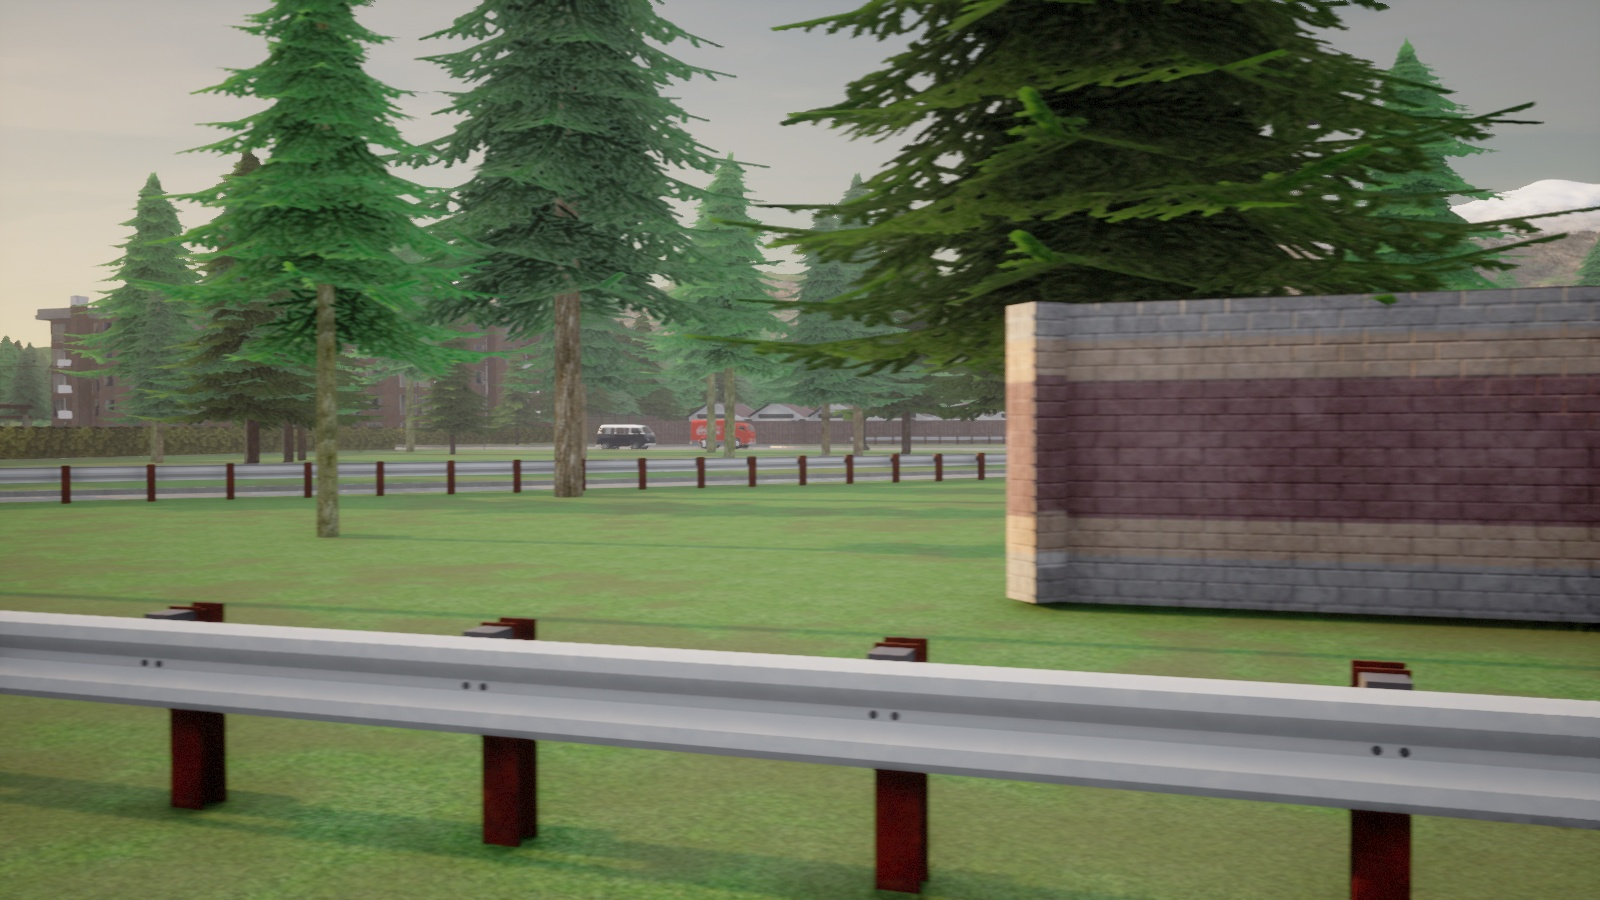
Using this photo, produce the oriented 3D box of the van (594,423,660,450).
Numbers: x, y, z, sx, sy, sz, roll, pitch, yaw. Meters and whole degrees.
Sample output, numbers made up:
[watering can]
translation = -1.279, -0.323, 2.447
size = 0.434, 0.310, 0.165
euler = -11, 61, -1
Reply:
[van]
translation = -13.205, -1.036, 95.894
size = 4.480, 2.038, 2.069
euler = 1, 1, 19
